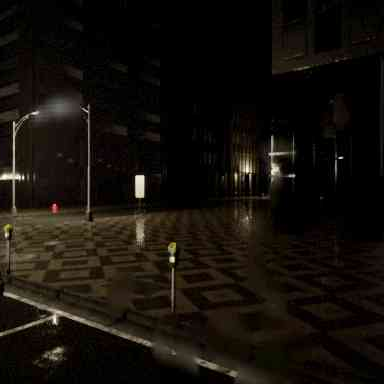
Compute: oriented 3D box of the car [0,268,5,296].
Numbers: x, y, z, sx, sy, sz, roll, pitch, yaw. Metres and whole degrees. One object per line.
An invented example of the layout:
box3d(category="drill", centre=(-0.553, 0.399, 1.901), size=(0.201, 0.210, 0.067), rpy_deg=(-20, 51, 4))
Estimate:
box3d(category="car", centre=(-5.808, 1.526, 7.030), size=(4.829, 1.417, 1.752), rpy_deg=(0, 0, 35))
